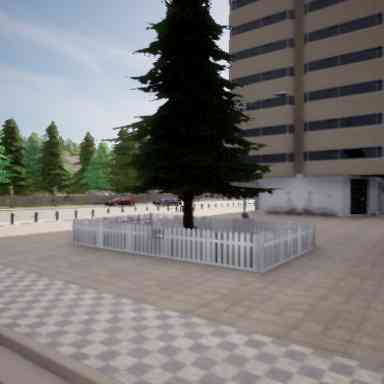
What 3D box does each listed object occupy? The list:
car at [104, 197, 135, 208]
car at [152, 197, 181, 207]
[{"bbox_3d":[-10.483,1.418,48.304,1.882,1.535,5.008,0,0,36],"label":"car"},{"bbox_3d":[-3.872,1.494,51.492,2.033,1.411,5.357,0,0,36],"label":"car"}]
